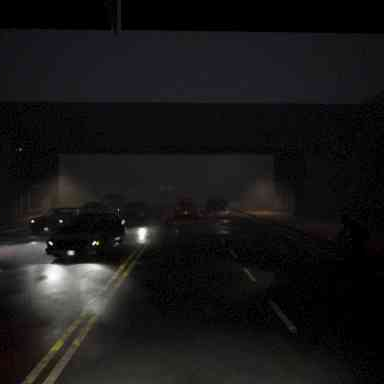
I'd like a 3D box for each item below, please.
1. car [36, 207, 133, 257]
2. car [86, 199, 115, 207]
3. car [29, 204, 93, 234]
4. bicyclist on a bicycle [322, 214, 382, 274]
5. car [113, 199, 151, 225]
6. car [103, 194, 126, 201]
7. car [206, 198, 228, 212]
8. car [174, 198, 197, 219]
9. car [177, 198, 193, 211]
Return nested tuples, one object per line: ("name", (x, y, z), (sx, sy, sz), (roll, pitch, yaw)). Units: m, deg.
("car", (-3.883, 1.545, 13.194), (2.033, 1.411, 5.357), (0, 0, -1))
("car", (-7.580, 1.521, 25.779), (1.812, 1.442, 4.674), (0, 0, -1))
("car", (-7.524, 1.598, 19.266), (1.895, 1.301, 4.718), (0, 0, -1))
("bicyclist on a bicycle", (4.345, 1.435, 9.055), (1.656, 1.620, 0.582), (-1, 0, -1))
("car", (-4.135, 1.473, 24.395), (1.882, 1.535, 5.008), (0, 0, -1))
("car", (-7.822, 1.216, 33.357), (2.150, 2.045, 5.566), (0, 0, -2))
("car", (2.714, 1.471, 38.966), (1.882, 1.535, 5.008), (0, 0, -1))
("car", (-0.551, 1.473, 28.834), (1.882, 1.535, 5.008), (0, 0, -1))
("car", (-0.847, 1.519, 40.722), (1.812, 1.442, 4.674), (0, 0, -2))
